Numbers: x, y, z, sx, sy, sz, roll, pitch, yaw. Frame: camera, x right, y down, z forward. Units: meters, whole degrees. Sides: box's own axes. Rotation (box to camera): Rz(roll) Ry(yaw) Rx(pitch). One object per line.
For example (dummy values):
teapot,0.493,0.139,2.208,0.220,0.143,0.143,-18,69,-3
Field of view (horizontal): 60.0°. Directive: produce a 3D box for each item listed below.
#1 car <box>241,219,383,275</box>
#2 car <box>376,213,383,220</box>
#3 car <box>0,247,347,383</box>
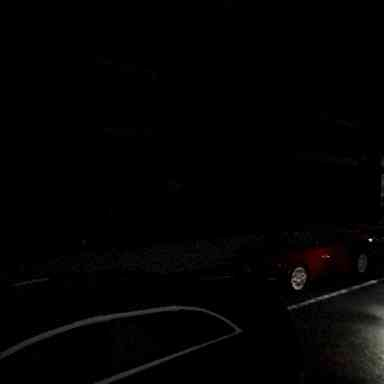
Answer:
car,3.107,1.552,8.974,4.507,1.381,1.887,0,1,-36
car,7.568,1.454,12.161,4.097,1.590,1.967,0,1,-36
car,-1.204,1.494,2.516,4.902,1.511,2.128,0,0,-36
